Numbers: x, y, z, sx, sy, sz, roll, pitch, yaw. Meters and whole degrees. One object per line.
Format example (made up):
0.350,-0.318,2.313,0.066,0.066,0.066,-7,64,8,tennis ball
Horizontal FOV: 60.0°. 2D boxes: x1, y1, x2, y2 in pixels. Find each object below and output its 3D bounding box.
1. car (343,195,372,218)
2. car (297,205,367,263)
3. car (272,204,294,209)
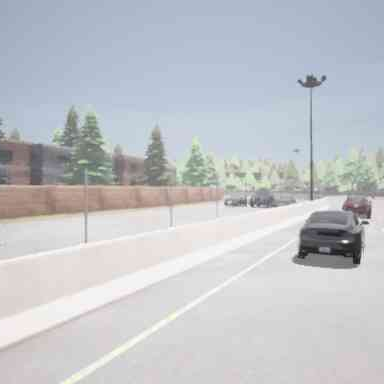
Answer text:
13.666,1.106,27.514,2.097,1.767,4.553,0,1,29,car
5.002,1.400,11.735,1.837,1.490,4.892,0,1,29,car
9.953,1.176,35.883,2.128,1.511,4.902,0,1,28,car
